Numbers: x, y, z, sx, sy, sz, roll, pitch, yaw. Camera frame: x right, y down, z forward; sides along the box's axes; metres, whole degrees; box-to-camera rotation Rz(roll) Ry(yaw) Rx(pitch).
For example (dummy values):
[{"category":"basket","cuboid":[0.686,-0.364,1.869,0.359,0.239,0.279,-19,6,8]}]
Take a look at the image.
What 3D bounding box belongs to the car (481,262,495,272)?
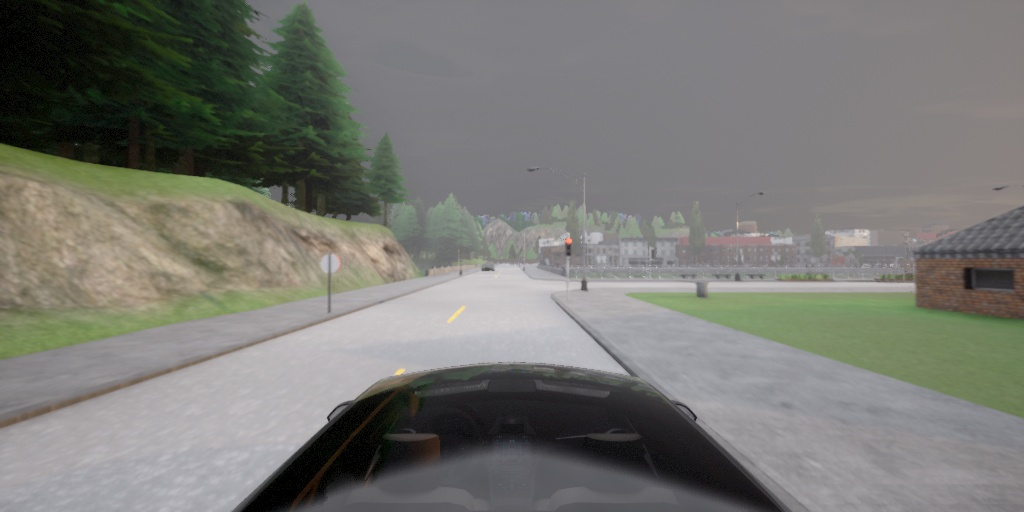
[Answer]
[{"category":"car","cuboid":[-4.006,1.846,60.644,2.097,1.767,4.553,0,-1,0]}]
